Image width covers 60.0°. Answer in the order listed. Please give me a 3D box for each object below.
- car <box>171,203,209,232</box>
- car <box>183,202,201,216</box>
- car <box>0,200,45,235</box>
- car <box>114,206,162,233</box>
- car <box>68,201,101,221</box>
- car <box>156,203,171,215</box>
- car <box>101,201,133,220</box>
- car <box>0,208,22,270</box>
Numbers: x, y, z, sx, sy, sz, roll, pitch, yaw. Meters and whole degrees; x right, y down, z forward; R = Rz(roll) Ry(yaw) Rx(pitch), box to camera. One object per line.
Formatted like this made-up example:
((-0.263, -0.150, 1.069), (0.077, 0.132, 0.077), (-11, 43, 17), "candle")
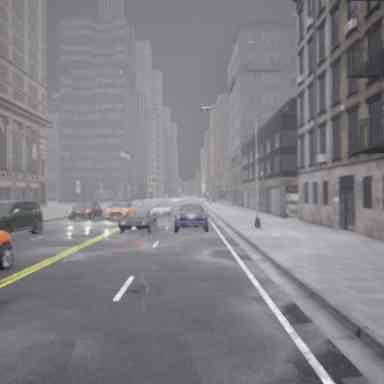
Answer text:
((-0.029, 1.523, 21.726), (2.097, 1.767, 4.553), (0, -1, 0), "car")
((-0.023, 1.897, 37.960), (1.895, 1.301, 4.718), (0, 0, 0), "car")
((-9.834, 1.432, 17.466), (2.150, 2.045, 5.566), (0, -1, 1), "car")
((-3.255, 1.790, 21.002), (1.895, 1.301, 4.718), (0, 0, 0), "car")
((-9.866, 1.664, 31.051), (2.097, 1.767, 4.553), (0, 0, 0), "car")
((-3.273, 1.921, 38.133), (1.895, 1.301, 4.718), (0, 0, 0), "car")
((-6.616, 1.641, 31.061), (2.097, 1.767, 4.553), (0, 0, 0), "car")
((-6.605, 1.466, 8.447), (2.097, 1.767, 4.553), (0, 0, 0), "car")
